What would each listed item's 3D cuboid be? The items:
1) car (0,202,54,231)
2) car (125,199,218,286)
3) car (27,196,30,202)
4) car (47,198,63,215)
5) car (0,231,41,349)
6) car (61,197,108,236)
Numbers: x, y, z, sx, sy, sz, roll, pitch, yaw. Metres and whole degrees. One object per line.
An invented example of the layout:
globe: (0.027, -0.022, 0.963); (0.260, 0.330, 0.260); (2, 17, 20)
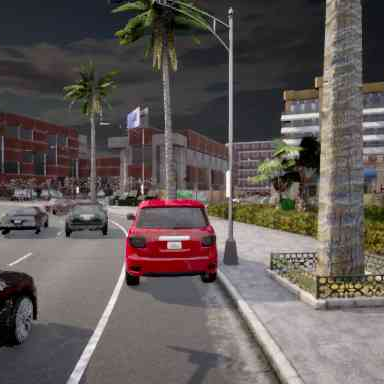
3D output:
car: (-9.452, 1.540, 19.075); (2.033, 1.411, 5.357); (0, 0, -17)
car: (-0.718, 1.220, 9.685); (2.150, 2.045, 5.566); (0, 0, -7)
car: (-36.889, 1.225, 70.776); (4.553, 1.767, 2.185); (0, 0, 22)
car: (-13.622, 1.341, 33.906); (2.097, 1.767, 4.553); (0, 0, -36)
car: (-3.301, 1.488, 3.394); (2.128, 1.511, 4.902); (0, 0, -3)
car: (-5.876, 1.348, 18.789); (2.097, 1.767, 4.553); (0, 0, -15)
